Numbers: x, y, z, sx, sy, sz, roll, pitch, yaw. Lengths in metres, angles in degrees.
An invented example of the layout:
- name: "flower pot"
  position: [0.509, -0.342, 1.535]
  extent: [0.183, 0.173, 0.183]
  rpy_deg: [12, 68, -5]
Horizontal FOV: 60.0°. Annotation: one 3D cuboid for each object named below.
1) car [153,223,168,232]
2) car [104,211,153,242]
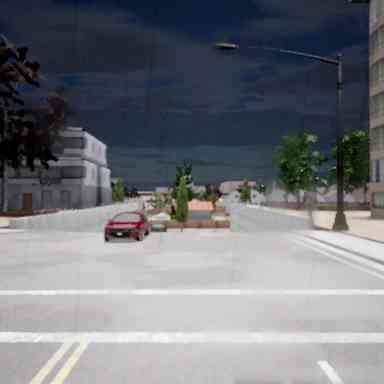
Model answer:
- name: "car"
  position: [-3.603, 4.070, 35.239]
  extent: [1.882, 1.535, 5.008]
  rpy_deg: [0, -10, 0]
- name: "car"
  position: [-3.608, 1.886, 19.051]
  extent: [1.882, 1.535, 5.008]
  rpy_deg: [0, -2, 0]
